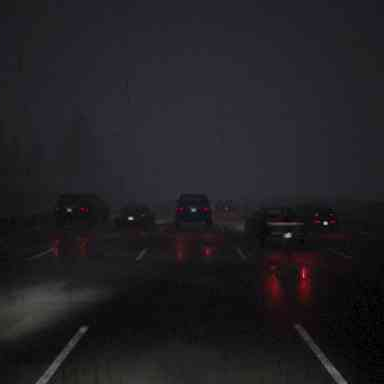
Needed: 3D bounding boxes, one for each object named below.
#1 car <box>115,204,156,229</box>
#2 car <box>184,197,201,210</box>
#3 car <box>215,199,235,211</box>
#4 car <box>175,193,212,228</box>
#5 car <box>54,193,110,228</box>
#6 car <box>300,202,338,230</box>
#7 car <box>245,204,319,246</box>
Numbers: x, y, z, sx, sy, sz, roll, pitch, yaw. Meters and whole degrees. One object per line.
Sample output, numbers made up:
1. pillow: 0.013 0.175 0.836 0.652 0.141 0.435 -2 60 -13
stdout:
1. car: -3.414 1.446 20.547 1.994 1.385 4.181 0 0 0
2. car: 0.059 1.300 39.448 1.812 1.442 4.674 0 0 0
3. car: 3.575 1.390 36.869 1.895 1.301 4.718 0 0 0
4. car: 0.085 1.099 21.416 2.150 2.045 5.566 0 0 0
5. car: -6.915 1.099 21.407 2.150 2.045 5.566 0 0 0
6. car: 7.085 1.390 20.058 1.837 1.490 4.892 0 0 0
7. car: 3.590 1.406 14.873 2.128 1.511 4.902 0 0 0
